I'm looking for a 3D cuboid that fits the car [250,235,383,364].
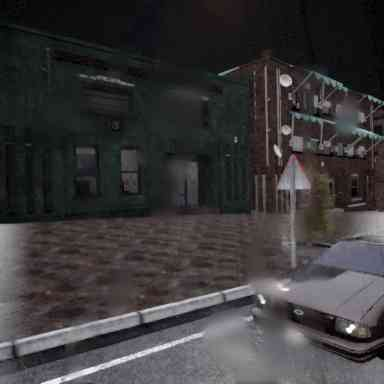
[{"bbox_3d":[3.497,1.554,6.091,5.357,1.411,2.033,0,0,-38],"label":"car"}]
